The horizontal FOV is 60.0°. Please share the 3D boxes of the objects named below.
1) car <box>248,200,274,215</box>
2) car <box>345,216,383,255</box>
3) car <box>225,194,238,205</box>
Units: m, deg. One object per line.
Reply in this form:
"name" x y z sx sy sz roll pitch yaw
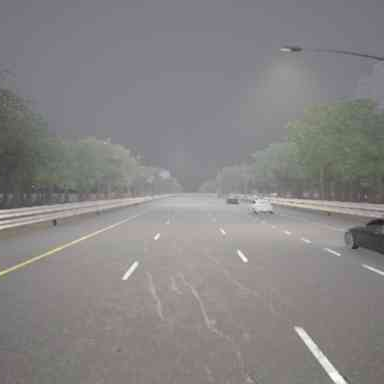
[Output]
"car" 7.024 1.515 34.104 1.812 1.442 4.674 0 0 0
"car" 7.003 1.528 11.329 1.812 1.442 4.674 0 0 0
"car" 7.051 1.460 59.642 1.882 1.535 5.008 0 0 0
